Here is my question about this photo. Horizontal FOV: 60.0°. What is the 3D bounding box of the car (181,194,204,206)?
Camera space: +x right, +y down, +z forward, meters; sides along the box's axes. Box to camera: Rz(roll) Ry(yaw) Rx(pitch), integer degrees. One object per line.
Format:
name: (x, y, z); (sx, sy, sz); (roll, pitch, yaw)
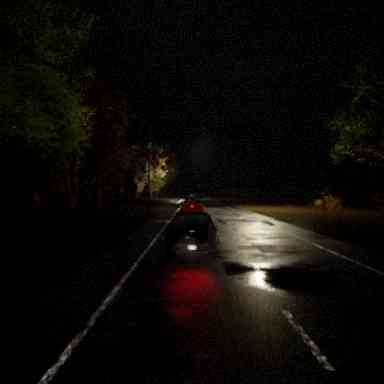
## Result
car: (0.010, 1.357, 32.862); (2.097, 1.767, 4.553); (0, 0, 0)

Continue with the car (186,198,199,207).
car: (0.013, 1.597, 50.856); (1.895, 1.301, 4.718); (0, 0, 0)

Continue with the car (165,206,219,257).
car: (0.003, 1.508, 12.938); (1.837, 1.490, 4.892); (0, 0, 0)
